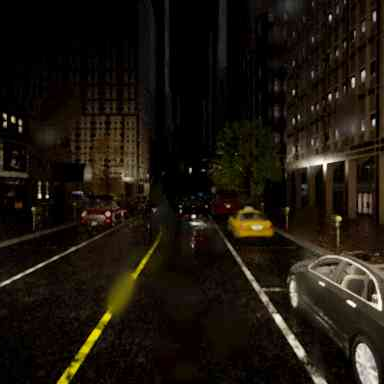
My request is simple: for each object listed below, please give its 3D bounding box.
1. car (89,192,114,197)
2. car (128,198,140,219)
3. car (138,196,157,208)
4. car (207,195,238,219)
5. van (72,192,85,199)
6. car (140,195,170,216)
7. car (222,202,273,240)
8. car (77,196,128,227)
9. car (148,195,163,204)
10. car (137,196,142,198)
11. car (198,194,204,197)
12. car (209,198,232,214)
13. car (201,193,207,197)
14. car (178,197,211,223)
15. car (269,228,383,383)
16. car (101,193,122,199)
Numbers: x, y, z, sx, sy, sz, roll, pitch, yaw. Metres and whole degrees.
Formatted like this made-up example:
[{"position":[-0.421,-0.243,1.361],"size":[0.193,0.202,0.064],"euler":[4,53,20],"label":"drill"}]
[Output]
[{"position":[-18.598,0.866,68.518],"size":[5.009,1.841,2.192],"euler":[0,1,1],"label":"car"},{"position":[-5.691,1.404,26.931],"size":[1.802,1.307,4.206],"euler":[0,0,0],"label":"car"},{"position":[-5.747,1.282,43.502],"size":[1.947,1.339,4.313],"euler":[0,0,0],"label":"car"},{"position":[2.688,1.137,26.932],"size":[2.192,1.841,5.009],"euler":[0,0,0],"label":"car"},{"position":[-24.139,0.884,68.577],"size":[3.998,1.788,1.690],"euler":[0,1,1],"label":"van"},{"position":[-2.997,1.302,29.614],"size":[2.128,1.511,4.902],"euler":[0,0,0],"label":"car"},{"position":[2.687,1.418,16.055],"size":[1.752,1.417,4.829],"euler":[0,0,0],"label":"car"},{"position":[-5.692,1.298,21.406],"size":[1.967,1.590,4.097],"euler":[0,0,0],"label":"car"},{"position":[-5.816,1.198,53.179],"size":[1.887,1.381,4.507],"euler":[0,0,0],"label":"car"},{"position":[-5.690,1.191,37.978],"size":[1.967,1.590,4.097],"euler":[0,0,0],"label":"car"},{"position":[0.106,1.296,41.012],"size":[1.994,1.385,4.181],"euler":[0,0,0],"label":"car"},{"position":[2.690,1.331,32.458],"size":[1.887,1.381,4.507],"euler":[0,0,0],"label":"car"},{"position":[2.823,1.226,54.554],"size":[1.802,1.307,4.206],"euler":[0,0,0],"label":"car"},{"position":[0.107,1.345,23.889],"size":[1.837,1.490,4.892],"euler":[0,0,0],"label":"car"},{"position":[2.686,1.518,4.837],"size":[2.008,1.369,4.403],"euler":[0,0,0],"label":"car"},{"position":[-18.510,1.004,76.901],"size":[4.403,1.369,2.008],"euler":[0,1,1],"label":"car"}]
